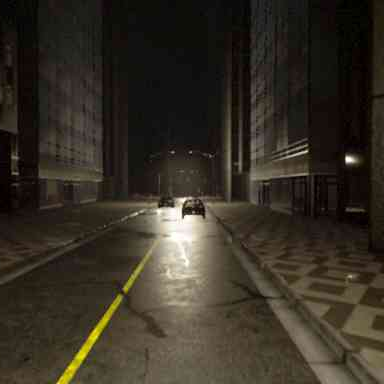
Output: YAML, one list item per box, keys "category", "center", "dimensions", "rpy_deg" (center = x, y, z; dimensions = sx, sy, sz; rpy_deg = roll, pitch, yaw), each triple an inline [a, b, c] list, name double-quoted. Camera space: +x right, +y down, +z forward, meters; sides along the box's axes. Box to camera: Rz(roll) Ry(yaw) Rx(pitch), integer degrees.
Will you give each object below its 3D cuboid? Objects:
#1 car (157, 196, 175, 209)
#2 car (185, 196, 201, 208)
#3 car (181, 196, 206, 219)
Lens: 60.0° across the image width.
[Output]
- category: "car"
  center: [-2.987, 1.230, 39.407]
  dimensions: [1.837, 1.490, 4.892]
  rpy_deg: [0, 0, 0]
- category: "car"
  center: [0.115, 1.246, 44.021]
  dimensions: [2.033, 1.411, 5.357]
  rpy_deg: [0, 0, 0]
- category: "car"
  center: [0.109, 1.292, 27.031]
  dimensions: [2.128, 1.511, 4.902]
  rpy_deg: [0, 0, 0]
